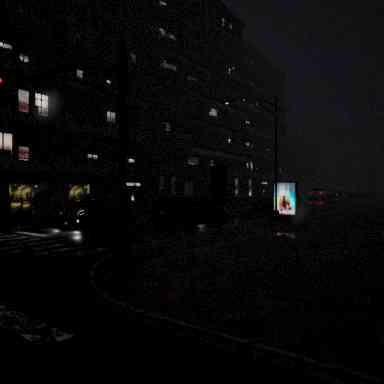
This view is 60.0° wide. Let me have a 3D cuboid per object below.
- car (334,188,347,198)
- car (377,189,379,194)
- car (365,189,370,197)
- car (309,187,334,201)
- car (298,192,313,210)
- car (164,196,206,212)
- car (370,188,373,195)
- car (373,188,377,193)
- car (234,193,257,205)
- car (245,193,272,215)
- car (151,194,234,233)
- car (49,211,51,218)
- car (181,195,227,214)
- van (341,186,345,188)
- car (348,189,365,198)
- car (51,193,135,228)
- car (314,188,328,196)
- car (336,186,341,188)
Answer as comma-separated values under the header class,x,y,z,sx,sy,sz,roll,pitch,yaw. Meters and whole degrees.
class,x,y,z,sx,sy,sz,roll,pitch,yaw
car,25.099,0.406,58.047,1.895,1.301,4.718,0,1,35
car,44.567,-0.221,81.240,2.008,1.369,4.403,1,2,35
car,31.818,0.098,63.078,1.967,1.590,4.097,1,2,35
car,18.915,0.232,49.240,2.150,2.045,5.566,0,1,35
car,9.505,0.964,31.302,1.947,1.339,4.313,1,2,35
car,-0.577,1.069,31.526,1.802,1.307,4.206,2,2,35
car,35.005,0.095,67.621,1.887,1.381,4.507,1,2,35
car,38.193,-0.012,72.161,1.887,1.381,4.507,1,2,35
car,5.797,0.828,40.603,2.008,1.369,4.403,2,2,35
car,6.318,1.069,26.762,1.947,1.339,4.313,1,2,35
car,-0.056,1.026,17.676,2.192,1.841,5.009,1,2,35
car,-6.949,1.009,22.440,2.192,1.841,5.009,1,2,35
car,1.185,1.030,29.547,1.812,1.442,4.674,0,1,35
van,37.665,-0.446,85.986,1.690,1.788,3.998,2,2,35
car,28.631,0.308,58.541,1.887,1.381,4.507,1,2,35
car,-5.583,1.077,19.853,2.097,1.767,4.553,0,1,34
car,28.104,-0.025,72.371,1.967,1.590,4.097,2,2,35
car,34.478,-0.240,81.450,1.967,1.590,4.097,2,2,35
